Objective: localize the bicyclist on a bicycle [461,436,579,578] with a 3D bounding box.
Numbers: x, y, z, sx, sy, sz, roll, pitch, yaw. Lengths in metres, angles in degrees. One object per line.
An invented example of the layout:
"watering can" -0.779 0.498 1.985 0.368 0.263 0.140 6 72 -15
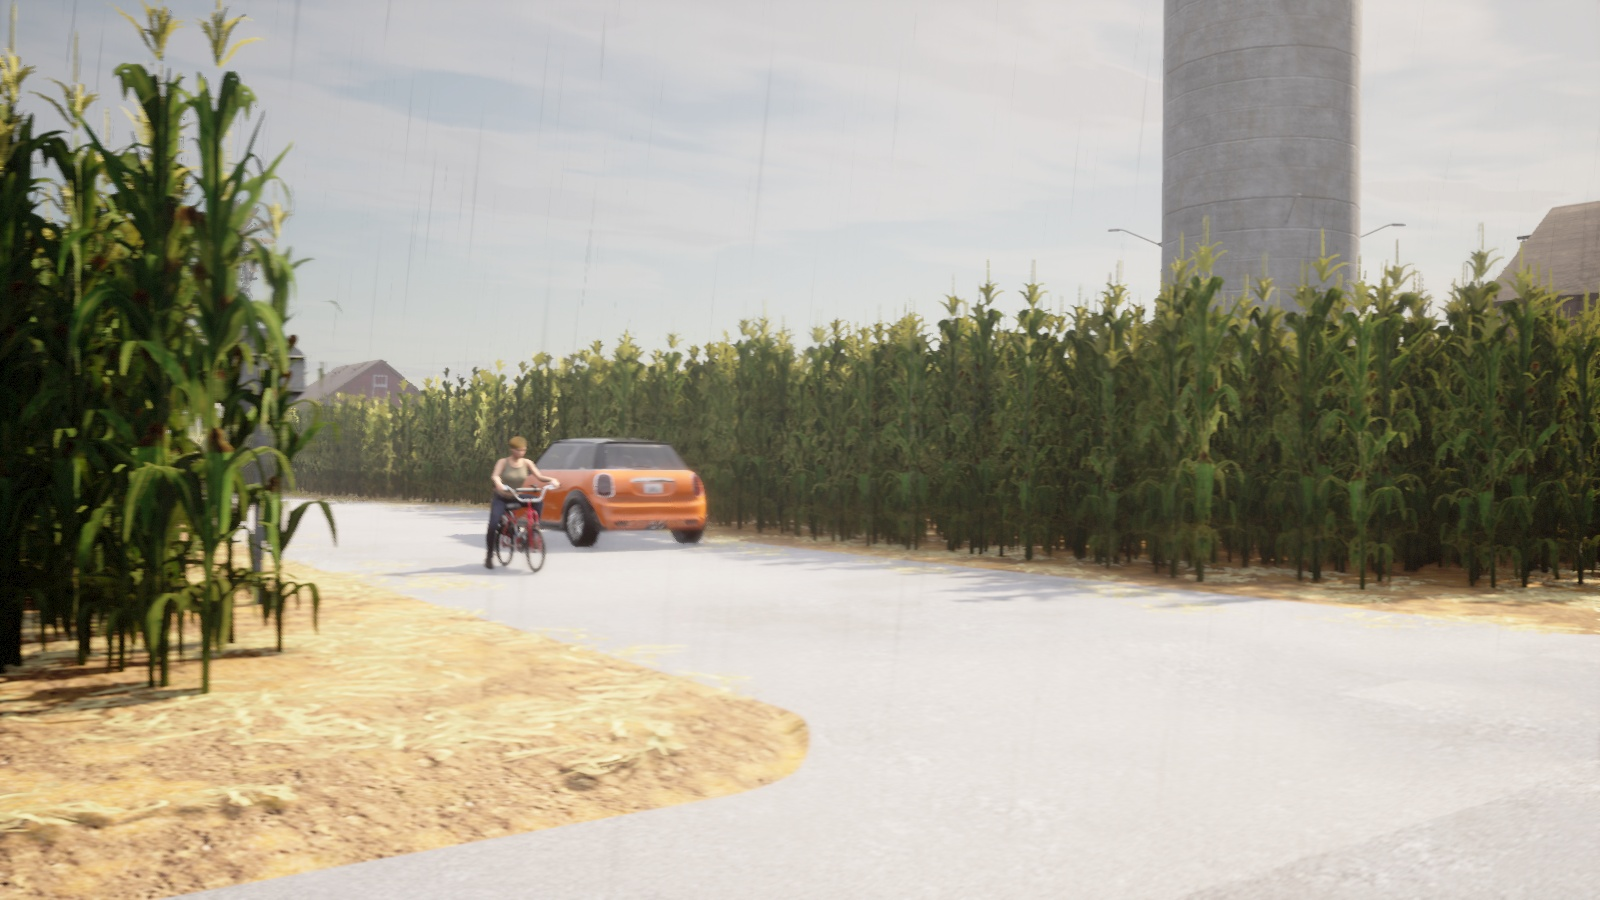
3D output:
"bicyclist on a bicycle" -3.394 0.652 15.131 0.866 1.612 1.509 1 -1 -35

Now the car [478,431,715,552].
"car" -3.484 0.602 20.731 2.097 1.767 4.553 1 0 -35
